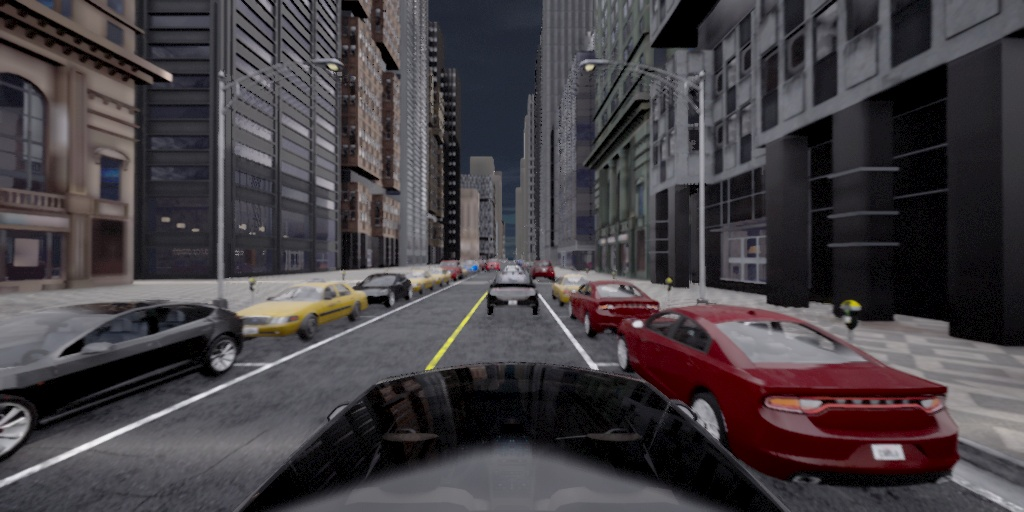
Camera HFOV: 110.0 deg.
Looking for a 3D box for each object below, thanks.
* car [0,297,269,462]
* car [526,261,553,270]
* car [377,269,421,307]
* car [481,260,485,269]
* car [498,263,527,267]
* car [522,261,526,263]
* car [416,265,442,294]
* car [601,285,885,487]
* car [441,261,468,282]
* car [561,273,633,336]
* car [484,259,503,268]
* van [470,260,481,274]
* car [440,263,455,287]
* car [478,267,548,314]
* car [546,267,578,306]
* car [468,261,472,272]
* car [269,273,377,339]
[{"bbox_3d":[-5.762,1.343,4.850,1.948,1.339,4.313,0,0,0],"label":"car"},{"bbox_3d":[2.768,1.340,33.058,2.192,1.841,5.009,0,0,0],"label":"car"},{"bbox_3d":[-5.761,1.441,16.131,1.948,1.339,4.313,0,0,0],"label":"car"},{"bbox_3d":[-5.754,1.785,55.614,2.007,1.370,4.403,0,0,0],"label":"car"},{"bbox_3d":[0.056,1.522,29.966,1.812,1.442,4.674,0,0,0],"label":"car"},{"bbox_3d":[2.771,1.731,49.979,2.007,1.370,4.403,0,0,0],"label":"car"},{"bbox_3d":[-5.759,1.450,21.602,1.751,1.417,4.829,0,0,0],"label":"car"},{"bbox_3d":[2.763,1.322,4.857,1.888,1.381,4.507,0,0,0],"label":"car"},{"bbox_3d":[-5.757,1.340,33.053,2.192,1.841,5.009,0,0,0],"label":"car"},{"bbox_3d":[2.764,1.371,10.497,1.888,1.381,4.507,0,0,0],"label":"car"},{"bbox_3d":[-3.048,1.484,58.628,2.150,2.045,5.566,0,-1,1],"label":"car"},{"bbox_3d":[-5.754,1.522,49.974,1.690,1.789,3.998,0,0,0],"label":"van"},{"bbox_3d":[-5.758,1.500,27.242,1.751,1.417,4.829,0,0,0],"label":"car"},{"bbox_3d":[0.047,1.350,14.263,2.128,1.511,4.902,0,0,1],"label":"car"},{"bbox_3d":[2.765,1.400,16.308,1.751,1.417,4.829,0,0,0],"label":"car"},{"bbox_3d":[-5.756,1.602,38.523,1.751,1.417,4.829,0,0,0],"label":"car"},{"bbox_3d":[-5.761,1.351,10.321,1.751,1.417,4.829,0,0,0],"label":"car"}]
